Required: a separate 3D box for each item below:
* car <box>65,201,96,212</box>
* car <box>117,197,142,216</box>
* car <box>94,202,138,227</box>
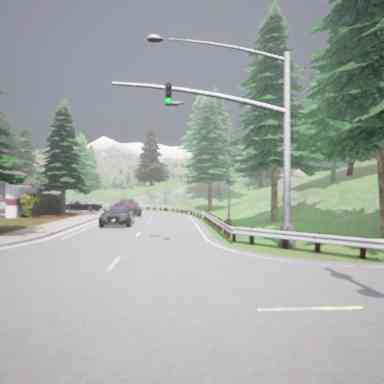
[{"bbox_3d":[-13.264,1.684,40.035,4.718,1.301,1.895,0,0,12],"label":"car"},{"bbox_3d":[-6.354,1.423,32.595,2.097,1.767,4.553,0,0,-22],"label":"car"},{"bbox_3d":[-5.089,1.612,22.850,1.994,1.385,4.181,0,0,-5],"label":"car"}]
